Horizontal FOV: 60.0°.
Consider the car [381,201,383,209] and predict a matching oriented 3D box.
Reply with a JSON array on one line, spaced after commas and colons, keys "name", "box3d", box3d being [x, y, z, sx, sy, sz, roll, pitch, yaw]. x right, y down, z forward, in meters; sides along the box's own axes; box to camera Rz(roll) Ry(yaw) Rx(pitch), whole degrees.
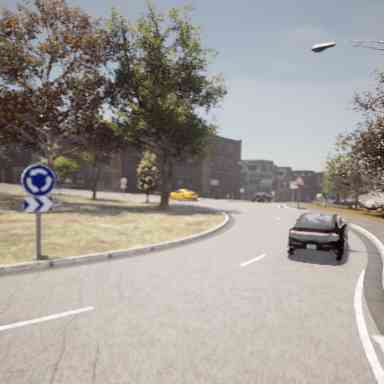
[{"name": "car", "box3d": [38.415, 2.999, 72.839, 4.674, 1.452, 2.002, 2, -2, 36]}]

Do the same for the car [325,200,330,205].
[{"name": "car", "box3d": [30.002, 2.552, 70.715, 1.994, 1.385, 4.181, 2, -2, 36]}]

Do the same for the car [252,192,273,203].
[{"name": "car", "box3d": [10.326, 0.841, 48.389, 1.837, 1.490, 4.892, 2, -1, 31]}]

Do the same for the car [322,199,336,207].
[{"name": "car", "box3d": [33.304, 2.649, 80.714, 2.097, 1.767, 4.553, 2, -1, 36]}]

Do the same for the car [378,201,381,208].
[{"name": "car", "box3d": [36.771, 2.704, 70.634, 4.553, 1.767, 2.185, 2, -2, 36]}]

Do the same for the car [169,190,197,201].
[{"name": "car", "box3d": [-1.459, 0.413, 46.228, 5.008, 1.535, 1.882, 3, 2, 44]}]

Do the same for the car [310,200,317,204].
[{"name": "car", "box3d": [27.363, 2.463, 72.611, 1.994, 1.385, 4.181, 2, -2, 36]}]

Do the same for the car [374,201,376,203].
[{"name": "car", "box3d": [31.938, 2.443, 63.935, 4.792, 1.488, 2.163, 2, -2, 36]}]

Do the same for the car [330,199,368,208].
[{"name": "car", "box3d": [27.040, 1.968, 57.301, 4.892, 1.521, 2.231, 2, -2, 36]}]

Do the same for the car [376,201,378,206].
[{"name": "car", "box3d": [33.394, 2.546, 66.287, 5.366, 1.575, 1.946, 2, -2, 36]}]

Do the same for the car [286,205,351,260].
[{"name": "car", "box3d": [4.995, 1.535, 12.972, 2.128, 1.511, 4.902, 2, 2, 27]}]
